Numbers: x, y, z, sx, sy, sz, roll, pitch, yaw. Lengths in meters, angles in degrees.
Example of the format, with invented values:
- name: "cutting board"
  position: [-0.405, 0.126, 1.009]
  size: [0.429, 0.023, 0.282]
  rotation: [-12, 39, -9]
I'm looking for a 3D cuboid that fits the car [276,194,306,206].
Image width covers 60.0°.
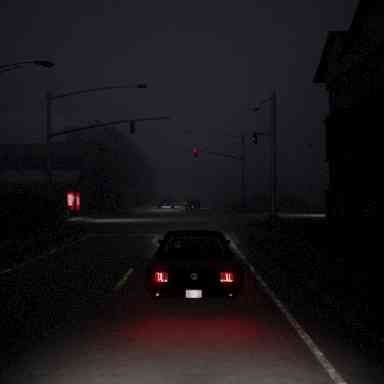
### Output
- name: "car"
  position: [14.494, 1.248, 48.360]
  size: [3.806, 1.475, 1.970]
  rotation: [0, 0, 0]

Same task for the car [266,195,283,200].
- name: "car"
  position: [21.315, 1.399, 86.081]
  size: [3.806, 1.475, 1.970]
  rotation: [0, 0, 0]

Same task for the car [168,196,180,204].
- name: "car"
  position: [-3.515, 1.547, 67.274]
  size: [2.033, 1.411, 5.357]
  rotation: [0, 0, 1]

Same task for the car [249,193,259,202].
- name: "car"
  position: [14.170, 1.092, 67.572]
  size: [3.866, 1.878, 1.905]
  rotation: [0, 0, 0]

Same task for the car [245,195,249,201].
- name: "car"
  position: [13.758, 1.113, 70.478]
  size: [4.605, 1.855, 1.932]
  rotation: [0, 0, 0]

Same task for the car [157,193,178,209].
- name: "car"
  position: [-3.590, 1.221, 46.747]
  size: [2.150, 2.045, 5.566]
  rotation: [0, 0, 0]

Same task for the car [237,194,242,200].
- name: "car"
  position: [13.894, 1.389, 89.062]
  size: [3.633, 1.501, 1.845]
  rotation: [0, 0, 0]

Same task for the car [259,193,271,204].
- name: "car"
  position: [14.170, 1.169, 54.778]
  size: [5.027, 1.636, 2.152]
  rotation: [0, 0, 0]

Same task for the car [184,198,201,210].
- name: "car"
  position: [0.102, 1.505, 42.704]
  size: [1.837, 1.490, 4.892]
  rotation: [0, 0, 0]

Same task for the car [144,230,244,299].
- name: "car"
  position: [0.059, 1.601, 8.388]
  size: [1.895, 1.301, 4.718]
  rotation: [0, 0, 1]

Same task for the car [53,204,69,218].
- name: "car"
  position: [-12.148, 1.315, 25.870]
  size: [4.902, 1.511, 2.128]
  rotation: [0, 0, -2]
